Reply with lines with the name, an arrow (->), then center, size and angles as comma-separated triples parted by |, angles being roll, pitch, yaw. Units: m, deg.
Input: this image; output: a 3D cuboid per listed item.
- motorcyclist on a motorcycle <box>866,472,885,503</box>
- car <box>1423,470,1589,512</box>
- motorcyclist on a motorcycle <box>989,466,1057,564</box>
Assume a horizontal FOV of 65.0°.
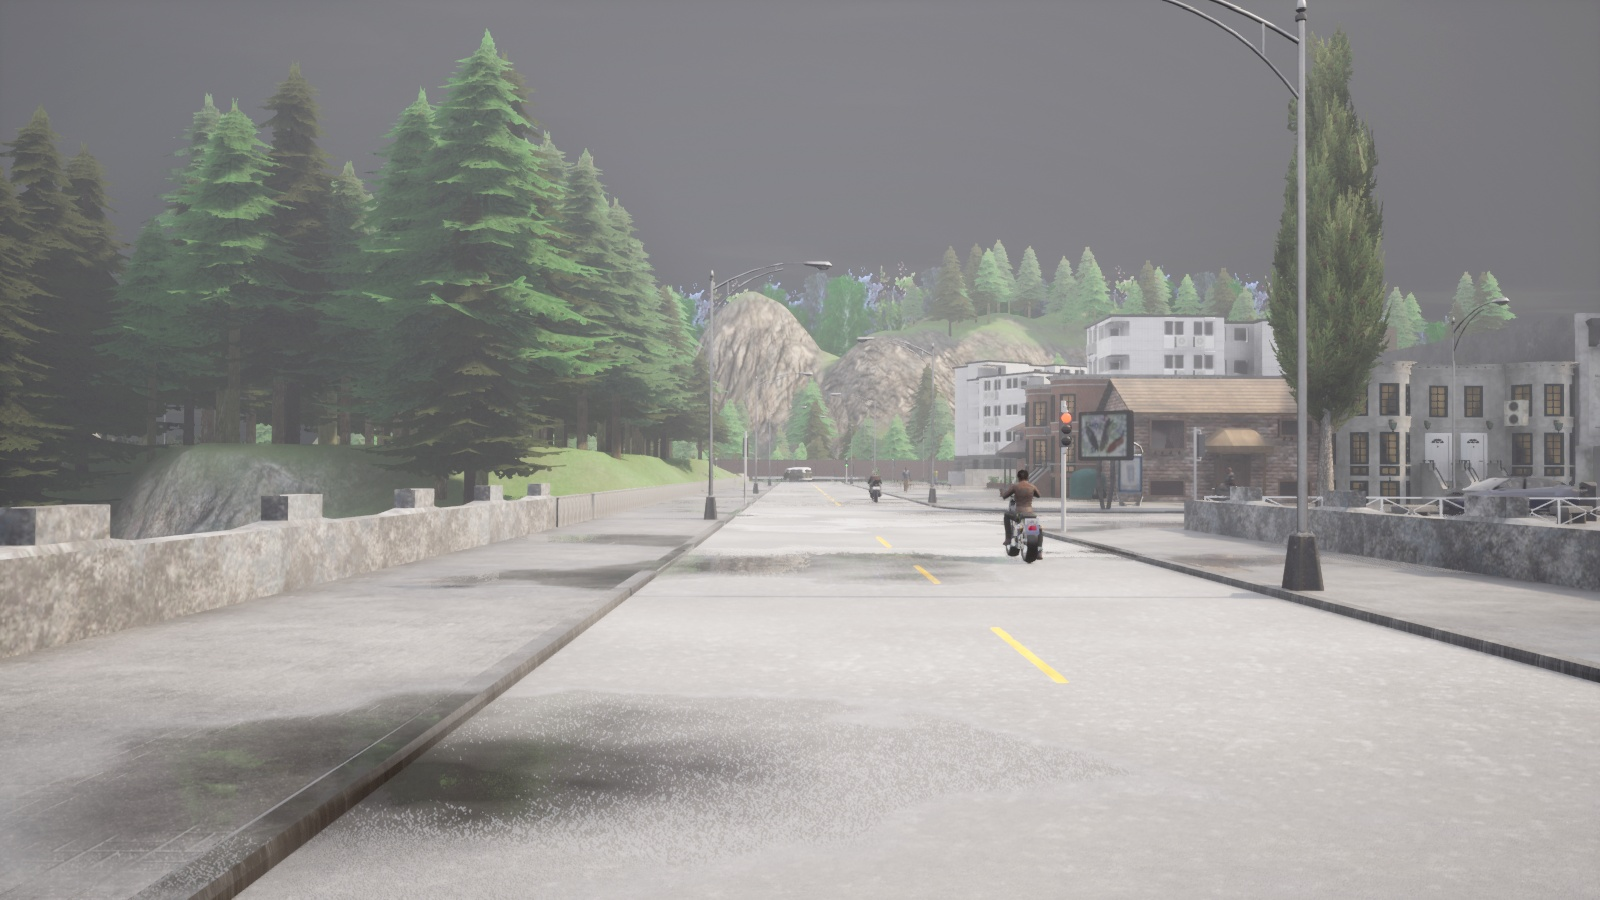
motorcyclist on a motorcycle -> 3.838, 1.908, 64.082 | 0.866, 1.530, 2.191 | 0, -1, 0
car -> 25.662, 1.478, 45.774 | 4.792, 1.488, 2.163 | 0, -1, 0
motorcyclist on a motorcycle -> 3.944, 1.124, 22.380 | 0.766, 1.649, 2.350 | 0, -1, 0
